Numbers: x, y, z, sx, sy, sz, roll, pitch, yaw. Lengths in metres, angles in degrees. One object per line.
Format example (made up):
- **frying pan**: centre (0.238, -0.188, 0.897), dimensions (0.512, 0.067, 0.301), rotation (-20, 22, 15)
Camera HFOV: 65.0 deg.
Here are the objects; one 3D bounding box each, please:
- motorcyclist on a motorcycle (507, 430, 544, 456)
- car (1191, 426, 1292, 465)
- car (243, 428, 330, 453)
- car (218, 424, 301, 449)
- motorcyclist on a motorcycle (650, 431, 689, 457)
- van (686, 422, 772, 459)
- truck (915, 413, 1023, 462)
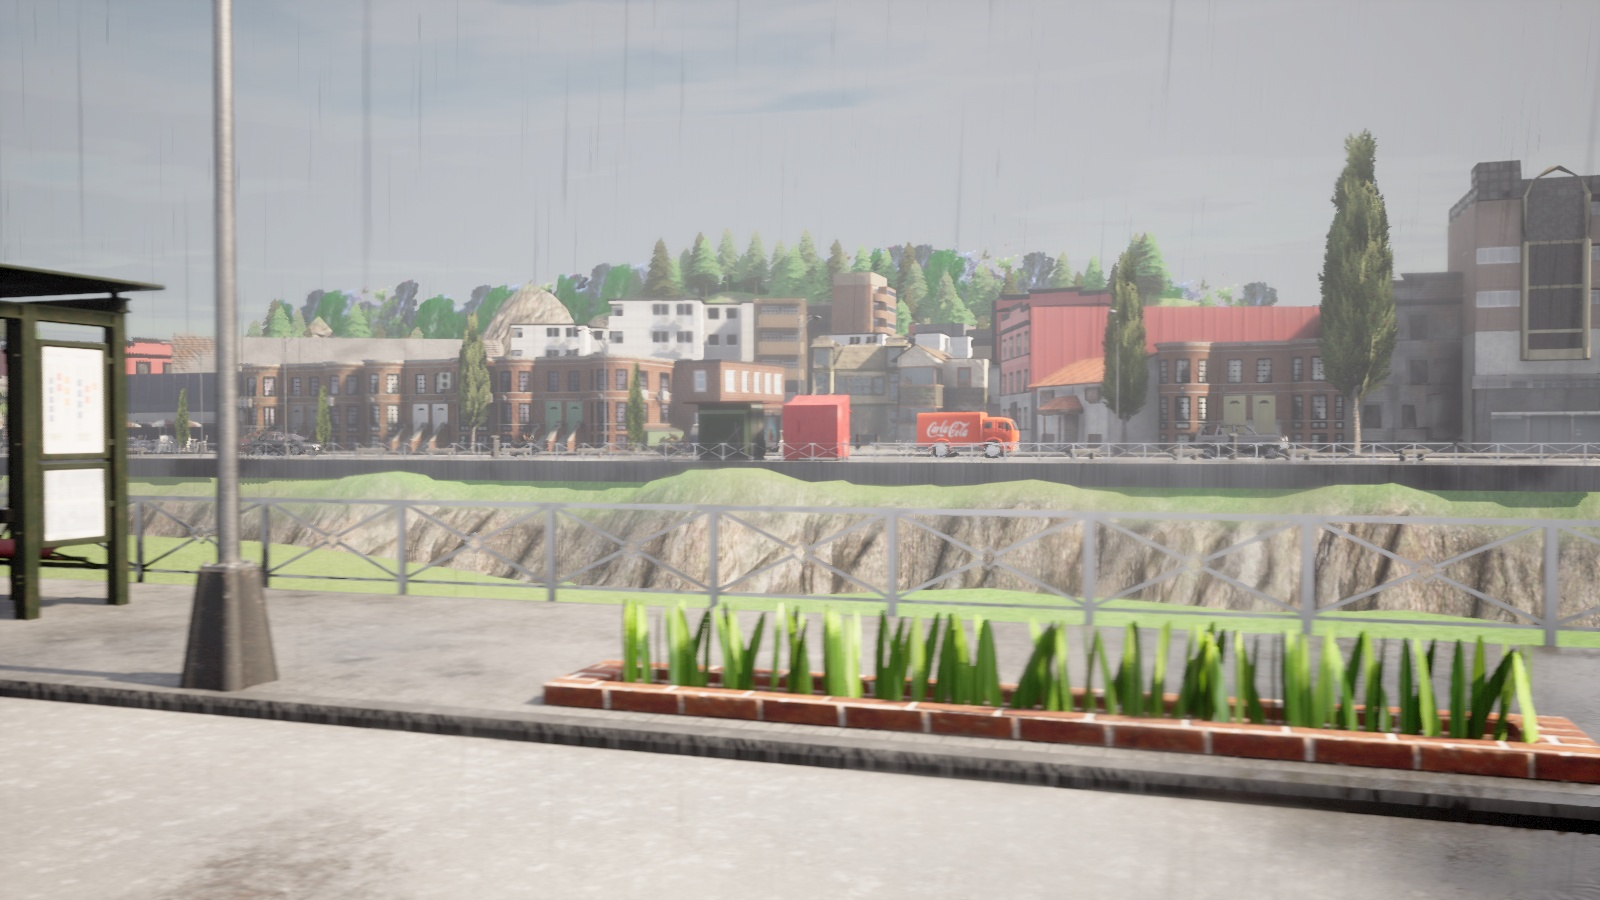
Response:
- **motorcyclist on a motorcycle**: centre (-16.246, -0.442, 74.279), dimensions (2.044, 1.523, 0.797), rotation (1, 1, 19)
- **car**: centre (21.599, -0.261, 61.556), dimensions (4.605, 1.855, 1.932), rotation (1, 1, 19)
- **car**: centre (-32.603, -0.618, 79.777), dimensions (4.902, 1.511, 2.128), rotation (1, 1, 19)
- **car**: centre (-36.762, -0.901, 85.390), dimensions (5.027, 1.651, 2.152), rotation (1, 1, 19)
- **motorcyclist on a motorcycle**: centre (-7.873, -0.380, 75.684), dimensions (2.191, 1.530, 0.866), rotation (1, 1, 19)
- **van**: centre (-3.974, -0.559, 70.151), dimensions (4.442, 1.987, 1.775), rotation (1, 1, 19)
- **truck**: centre (8.879, -0.681, 65.827), dimensions (5.204, 2.467, 2.627), rotation (1, 1, 19)
